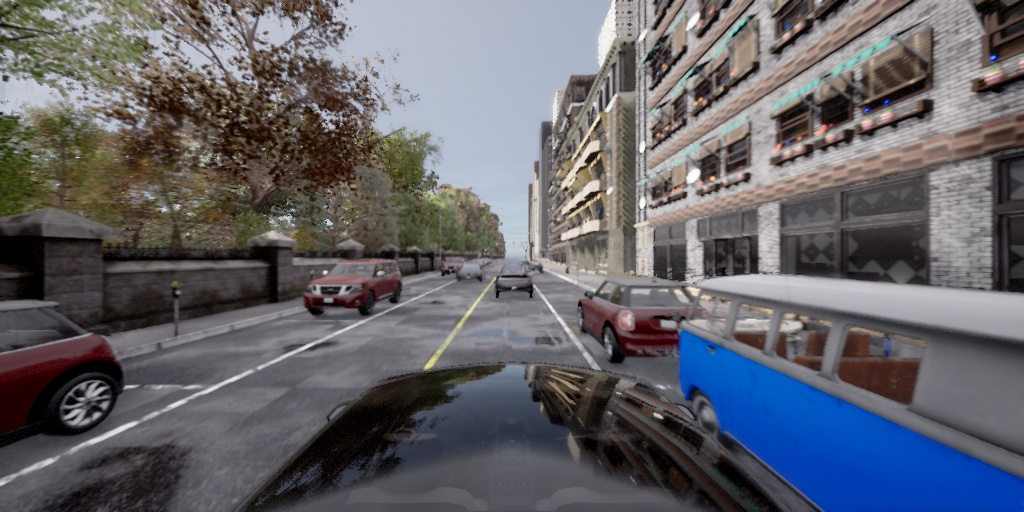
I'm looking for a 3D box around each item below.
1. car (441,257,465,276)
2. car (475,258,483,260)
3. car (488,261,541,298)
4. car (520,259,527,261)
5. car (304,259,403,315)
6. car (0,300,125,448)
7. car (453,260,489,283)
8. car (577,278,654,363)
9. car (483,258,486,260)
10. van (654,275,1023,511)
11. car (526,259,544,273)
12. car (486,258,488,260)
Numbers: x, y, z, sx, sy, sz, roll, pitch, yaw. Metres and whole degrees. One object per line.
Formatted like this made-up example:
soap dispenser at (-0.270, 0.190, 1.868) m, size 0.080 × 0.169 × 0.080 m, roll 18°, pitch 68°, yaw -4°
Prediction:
car at (-5.696, 1.032, 35.789) m, size 2.192 × 1.841 × 5.009 m, roll 0°, pitch 0°, yaw 0°
car at (-5.698, 1.272, 52.405) m, size 1.948 × 1.339 × 4.313 m, roll 0°, pitch 0°, yaw 0°
car at (0.098, 1.226, 18.464) m, size 2.128 × 1.511 × 4.902 m, roll 0°, pitch 0°, yaw 0°
car at (0.095, 1.266, 35.032) m, size 2.033 × 1.411 × 5.357 m, roll 0°, pitch 0°, yaw 0°
car at (-5.693, 1.052, 13.634) m, size 2.192 × 1.841 × 5.009 m, roll 0°, pitch 0°, yaw 0°
car at (-5.691, 1.189, 2.557) m, size 1.967 × 1.591 × 4.097 m, roll 0°, pitch 0°, yaw 0°
car at (-3.107, 1.250, 27.987) m, size 1.812 × 1.442 × 4.674 m, roll 0°, pitch 0°, yaw 0°
car at (2.688, 1.183, 8.099) m, size 1.967 × 1.591 × 4.097 m, roll 0°, pitch 0°, yaw 0°
car at (-5.698, 1.143, 57.943) m, size 1.967 × 1.591 × 4.097 m, roll 0°, pitch 0°, yaw 0°
van at (2.689, 1.090, 2.560) m, size 1.690 × 1.789 × 3.998 m, roll 0°, pitch 0°, yaw 0°
car at (2.684, 1.264, 41.331) m, size 2.007 × 1.370 × 4.403 m, roll 0°, pitch 0°, yaw 0°
car at (-5.699, 1.283, 63.482) m, size 1.802 × 1.307 × 4.207 m, roll 0°, pitch 0°, yaw 0°
